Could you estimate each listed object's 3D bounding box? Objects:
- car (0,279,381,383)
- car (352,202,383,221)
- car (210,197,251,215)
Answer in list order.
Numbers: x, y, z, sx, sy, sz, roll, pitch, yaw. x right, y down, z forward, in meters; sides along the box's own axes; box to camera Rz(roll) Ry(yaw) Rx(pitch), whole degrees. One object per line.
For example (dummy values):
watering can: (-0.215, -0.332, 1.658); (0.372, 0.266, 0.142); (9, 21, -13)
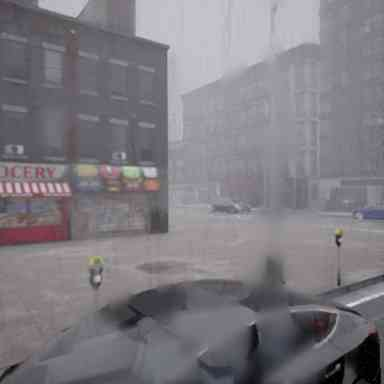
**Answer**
car: (-0.147, 1.563, 2.707); (4.313, 1.339, 1.947); (0, 0, -35)
car: (14.414, 1.441, 24.475); (1.882, 1.535, 5.008); (0, 0, -34)
car: (3.926, 1.368, 34.045); (2.097, 1.767, 4.553); (0, 0, -35)
